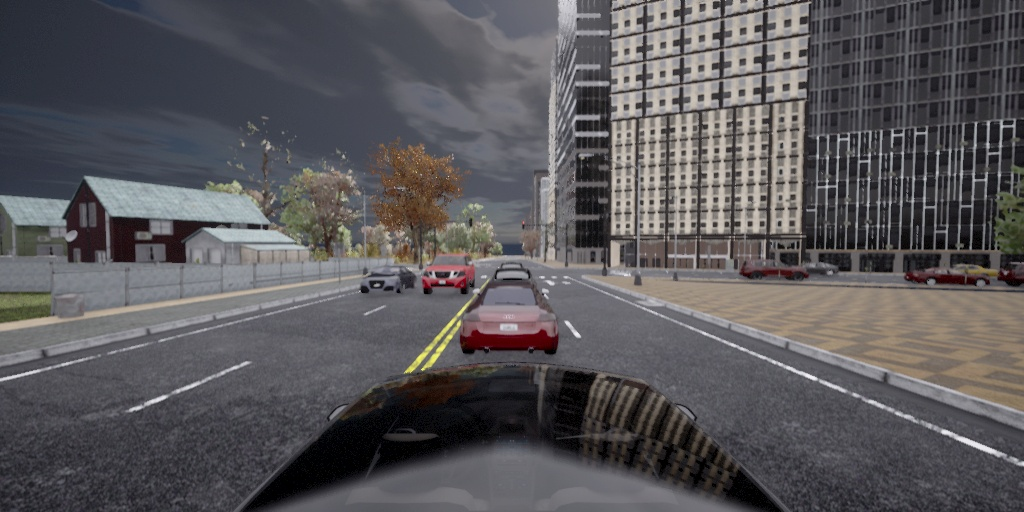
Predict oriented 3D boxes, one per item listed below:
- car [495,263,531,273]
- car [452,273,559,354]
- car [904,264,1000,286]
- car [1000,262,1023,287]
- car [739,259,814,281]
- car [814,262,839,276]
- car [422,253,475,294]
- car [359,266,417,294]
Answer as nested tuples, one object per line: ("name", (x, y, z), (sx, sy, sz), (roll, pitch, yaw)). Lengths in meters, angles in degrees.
("car", (0.030, 1.189, 14.025), (1.837, 1.490, 4.892), (0, 0, 0))
("car", (-0.032, 1.276, 8.640), (1.994, 1.385, 4.181), (0, 0, 1))
("car", (33.630, 1.585, 27.833), (4.507, 1.381, 1.888), (0, 0, 20))
("car", (38.955, 1.410, 25.890), (5.009, 1.841, 2.192), (0, 0, 20))
("car", (22.979, 1.244, 31.718), (5.009, 1.841, 2.192), (0, 0, 20))
("car", (31.006, 1.292, 37.175), (4.403, 1.370, 2.007), (0, 0, 20))
("car", (-3.273, 0.863, 19.561), (2.150, 2.045, 5.566), (0, 0, 0))
("car", (-6.527, 1.223, 19.313), (1.994, 1.385, 4.181), (0, 0, 0))
